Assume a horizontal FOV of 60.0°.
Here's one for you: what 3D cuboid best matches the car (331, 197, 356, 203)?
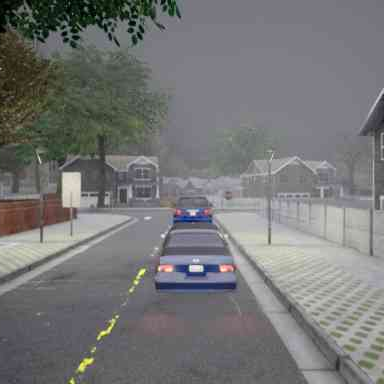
[{"bbox_3d":[18.404,1.404,41.330,4.553,1.767,2.097,0,0,-14],"label":"car"}]

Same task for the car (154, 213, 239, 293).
[{"bbox_3d":[0.075,1.540,8.994,2.033,1.411,5.357,0,0,0],"label":"car"}]

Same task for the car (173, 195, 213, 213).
[{"bbox_3d":[0.046,1.206,19.650,2.150,2.045,5.566,0,0,0],"label":"car"}]
